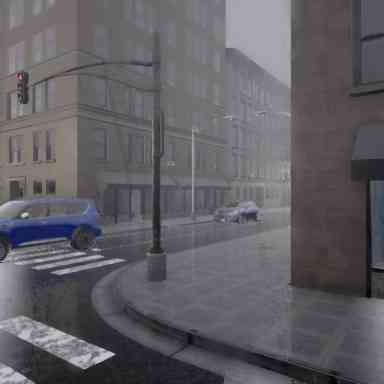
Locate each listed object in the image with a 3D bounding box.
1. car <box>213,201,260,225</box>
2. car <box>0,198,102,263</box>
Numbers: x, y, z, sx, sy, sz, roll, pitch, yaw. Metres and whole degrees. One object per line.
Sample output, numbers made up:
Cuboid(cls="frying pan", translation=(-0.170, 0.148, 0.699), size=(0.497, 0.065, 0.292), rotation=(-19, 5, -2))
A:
Cuboid(cls="car", translation=(3.545, 1.489, 25.821), size=(2.097, 1.767, 4.553), rotation=(0, 0, 35))
Cuboid(cls="car", translation=(-5.991, 1.267, 12.415), size=(2.150, 2.045, 5.566), rotation=(0, 0, 35))
